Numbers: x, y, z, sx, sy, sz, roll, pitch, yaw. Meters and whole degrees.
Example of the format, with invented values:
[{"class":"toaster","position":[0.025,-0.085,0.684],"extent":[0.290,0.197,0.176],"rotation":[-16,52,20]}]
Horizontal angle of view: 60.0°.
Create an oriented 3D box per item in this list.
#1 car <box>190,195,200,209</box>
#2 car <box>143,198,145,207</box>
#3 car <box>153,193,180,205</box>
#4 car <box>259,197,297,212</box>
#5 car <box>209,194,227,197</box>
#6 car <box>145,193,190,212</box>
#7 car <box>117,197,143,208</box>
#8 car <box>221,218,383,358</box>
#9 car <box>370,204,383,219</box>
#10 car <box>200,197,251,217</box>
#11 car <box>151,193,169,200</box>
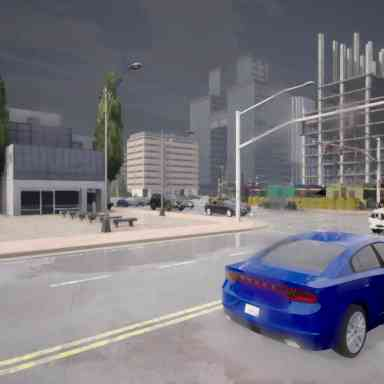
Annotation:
[{"class":"car","position":[-1.647,1.491,43.934],"extent":[2.128,1.511,4.902],"rotation":[0,0,-36]},{"class":"car","position":[-7.560,1.564,52.028],"extent":[1.994,1.385,4.181],"rotation":[0,0,-36]},{"class":"car","position":[-4.686,1.221,60.264],"extent":[2.150,2.045,5.566],"rotation":[0,0,-36]},{"class":"car","position":[10.202,1.352,39.893],"extent":[2.097,1.767,4.553],"rotation":[0,0,-36]},{"class":"car","position":[4.243,1.352,35.886],"extent":[2.097,1.767,4.553],"rotation":[0,0,-36]},{"class":"car","position":[-3.044,1.221,39.918],"extent":[2.150,2.045,5.566],"rotation":[0,0,-36]},{"class":"car","position":[-9.433,1.526,48.674],"extent":[1.812,1.442,4.674],"rotation":[0,0,-37]},{"class":"car","position":[2.766,1.478,6.126],"extent":[5.008,1.535,1.882],"rotation":[0,0,-38]},{"class":"car","position":[11.815,1.221,18.078],"extent":[5.566,2.045,2.150],"rotation":[0,0,-38]},{"class":"car","position":[3.160,1.505,31.440],"extent":[1.837,1.490,4.892],"rotation":[0,0,-36]},{"class":"car","position":[-8.535,1.153,89.499],"extent":[4.605,1.855,1.932],"rotation":[0,0,-38]}]
